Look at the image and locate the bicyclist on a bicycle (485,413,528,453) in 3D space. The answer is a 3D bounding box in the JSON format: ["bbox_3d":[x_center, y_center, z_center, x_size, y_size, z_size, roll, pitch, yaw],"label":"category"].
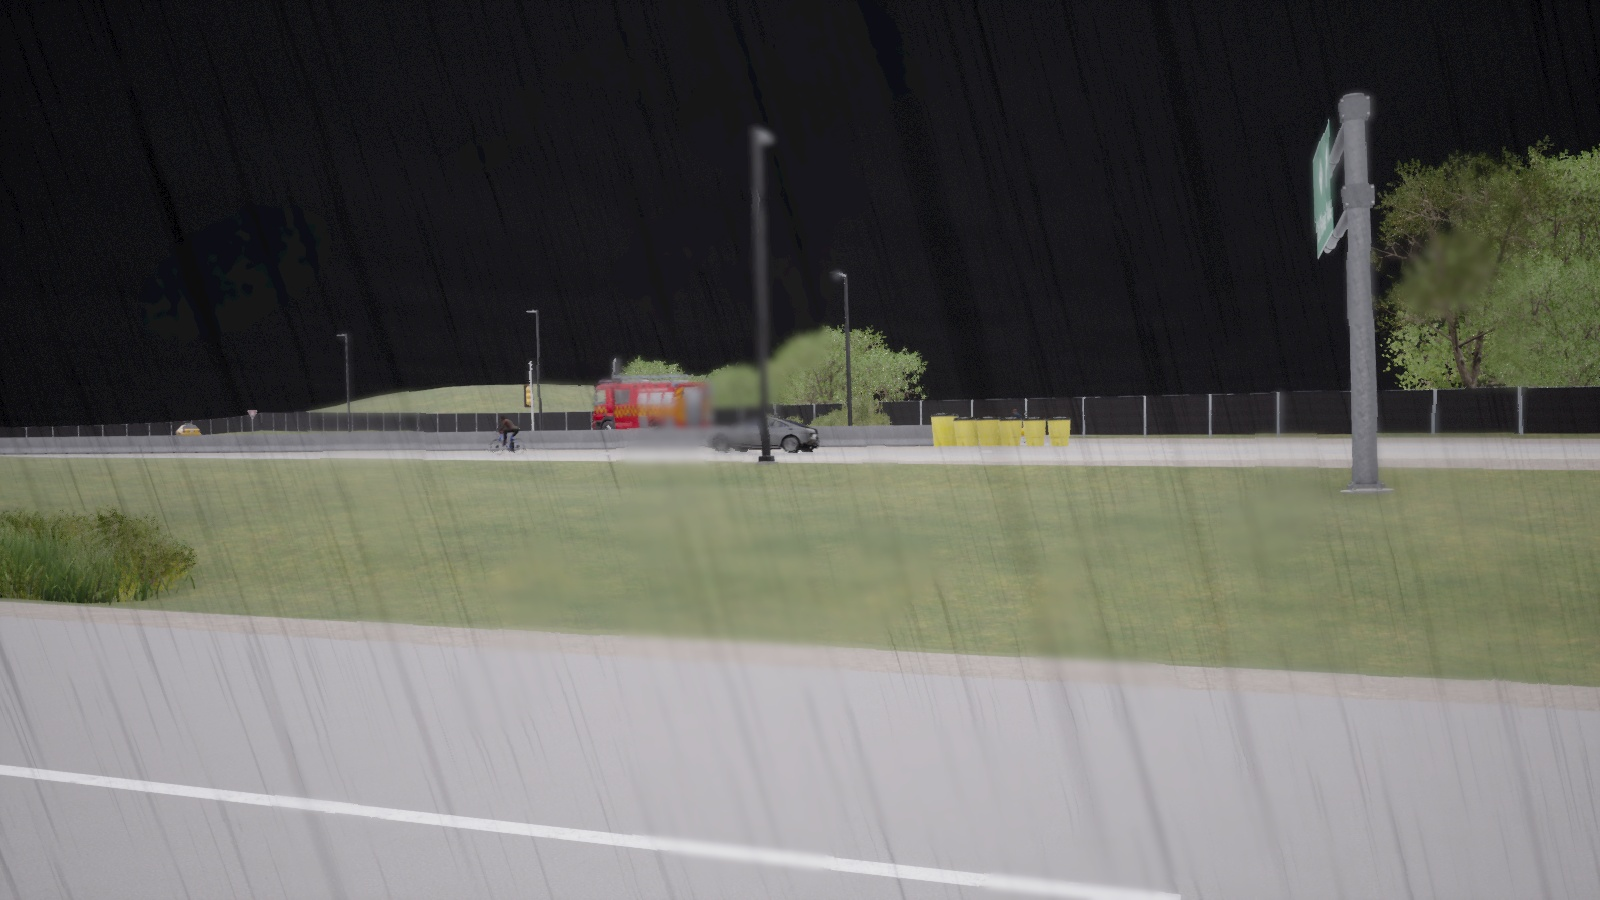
[{"bbox_3d":[-12.091,-0.684,51.714,1.656,1.620,0.582,0,1,19],"label":"bicyclist on a bicycle"}]

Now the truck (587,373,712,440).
[{"bbox_3d":[-9.170,-2.570,75.659,2.891,3.827,8.468,-2,2,-44],"label":"truck"}]

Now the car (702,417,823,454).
[{"bbox_3d":[-1.404,-0.554,47.992,4.181,1.385,1.994,0,1,19],"label":"car"}]
